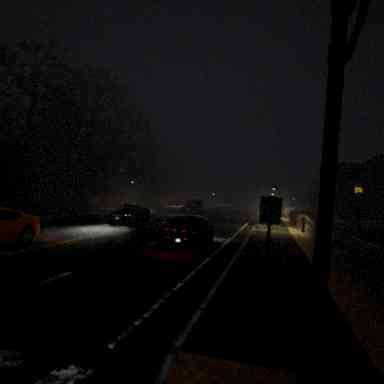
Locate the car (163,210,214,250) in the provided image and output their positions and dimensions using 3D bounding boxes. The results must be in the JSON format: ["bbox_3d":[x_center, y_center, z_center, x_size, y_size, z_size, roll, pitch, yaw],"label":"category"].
[{"bbox_3d":[-0.075,2.006,17.480,1.837,1.490,4.892,5,-1,13],"label":"car"}]

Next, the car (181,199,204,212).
[{"bbox_3d":[0.173,2.027,46.376,2.150,2.045,5.566,5,-1,14],"label":"car"}]

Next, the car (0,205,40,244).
[{"bbox_3d":[-8.013,1.270,12.562,1.882,1.535,5.008,5,-1,15],"label":"car"}]

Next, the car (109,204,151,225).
[{"bbox_3d":[-4.768,1.682,26.152,2.128,1.511,4.902,5,-1,14],"label":"car"}]
